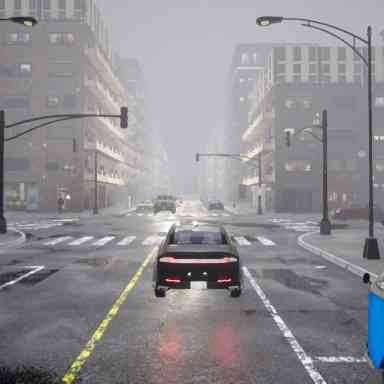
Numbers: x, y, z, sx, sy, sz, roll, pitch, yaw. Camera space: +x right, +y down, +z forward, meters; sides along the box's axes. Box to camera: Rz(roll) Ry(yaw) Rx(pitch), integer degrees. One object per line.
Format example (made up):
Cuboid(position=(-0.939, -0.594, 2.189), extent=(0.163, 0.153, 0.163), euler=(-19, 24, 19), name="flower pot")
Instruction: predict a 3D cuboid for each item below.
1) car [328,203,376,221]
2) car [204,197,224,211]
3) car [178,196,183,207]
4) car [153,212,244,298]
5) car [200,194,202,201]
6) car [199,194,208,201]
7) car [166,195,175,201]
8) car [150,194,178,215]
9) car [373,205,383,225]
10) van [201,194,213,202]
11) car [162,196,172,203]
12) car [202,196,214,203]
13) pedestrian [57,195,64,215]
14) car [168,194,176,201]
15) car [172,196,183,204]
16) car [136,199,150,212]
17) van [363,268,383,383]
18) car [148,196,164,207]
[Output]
Cuboid(position=(13.726, 1.609, 28.131), extent=(4.097, 1.590, 1.967), euler=(0, -1, 1), name="car")
Cuboid(position=(2.822, 1.581, 39.979), extent=(1.947, 1.339, 4.313), euler=(1, 0, 0), name="car")
Cuboid(position=(-2.942, 1.372, 50.770), extent=(2.097, 1.767, 4.553), euler=(0, 0, 0), name="car")
Cuboid(position=(0.126, 1.494, 8.523), extent=(2.128, 1.511, 4.902), euler=(0, 0, 0), name="car")
Cuboid(position=(2.908, 1.554, 68.362), extent=(1.752, 1.417, 4.829), euler=(1, 0, 0), name="car")
Cuboid(position=(2.961, 1.354, 85.119), extent=(2.192, 1.841, 5.009), euler=(1, 0, 0), name="car")
Cuboid(position=(-5.423, 1.590, 85.145), extent=(2.008, 1.369, 4.403), euler=(1, 0, 0), name="car")
Cuboid(position=(-2.830, 1.234, 35.054), extent=(2.150, 2.045, 5.566), euler=(0, 0, -2), name="car")
Cuboid(position=(13.597, 1.583, 19.750), extent=(4.313, 1.339, 1.947), euler=(0, -1, 1), name="car")
Cuboid(position=(2.877, 1.364, 56.906), extent=(1.690, 1.788, 3.998), euler=(1, 0, 0), name="van")
Cuboid(position=(-5.456, 1.577, 73.860), extent=(1.887, 1.381, 4.507), euler=(1, 0, 0), name="car")
Cuboid(position=(2.839, 1.568, 45.622), extent=(2.008, 1.369, 4.403), euler=(1, 0, 0), name="car")
Cuboid(position=(-12.445, 1.218, 31.466), extent=(0.375, 1.860, 0.375), euler=(0, -1, 1), name="pedestrian")
Cuboid(position=(-5.404, 1.483, 90.788), extent=(1.967, 1.590, 4.097), euler=(1, 0, 0), name="car")
Cuboid(position=(-2.824, 1.575, 65.815), extent=(2.033, 1.411, 5.357), euler=(0, 0, 1), name="car")
Cuboid(position=(-5.557, 1.540, 39.834), extent=(1.752, 1.417, 4.829), euler=(1, 0, 0), name="car")
Cuboid(position=(2.680, 1.342, 2.033), extent=(1.690, 1.788, 3.998), euler=(1, 0, 0), name="van")
Cuboid(position=(-5.522, 1.460, 51.289), extent=(1.967, 1.590, 4.097), euler=(1, 0, 0), name="car")
